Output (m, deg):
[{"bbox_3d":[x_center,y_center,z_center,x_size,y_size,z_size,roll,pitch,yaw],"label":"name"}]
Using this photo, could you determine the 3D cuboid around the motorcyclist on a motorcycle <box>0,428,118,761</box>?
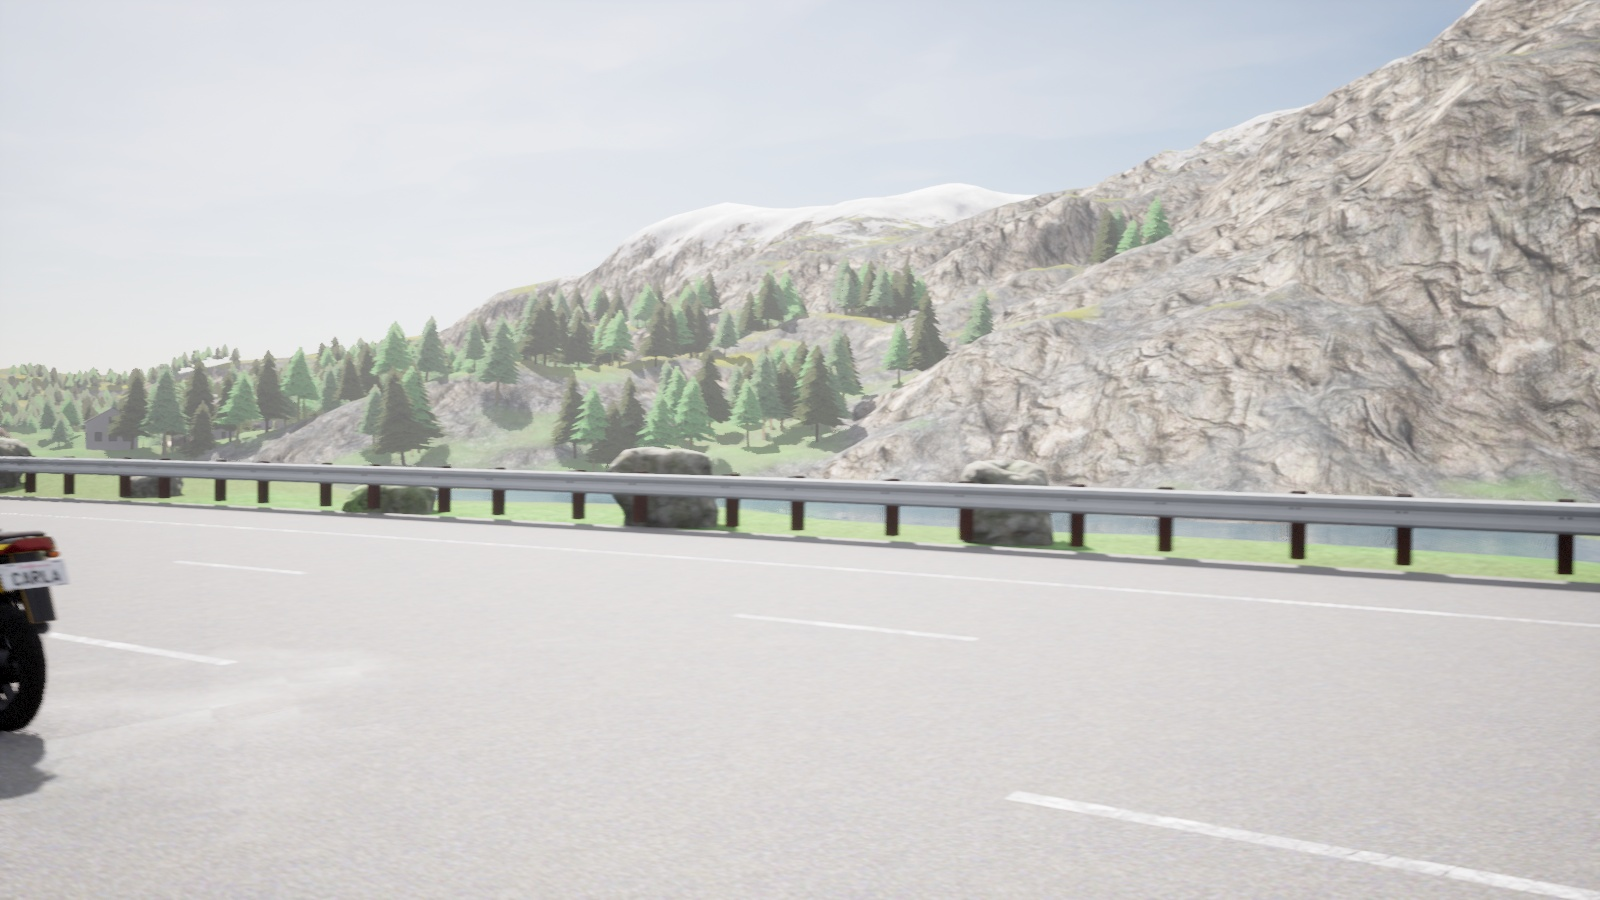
[{"bbox_3d":[-4.494,0.665,6.412,2.044,1.523,0.797,0,2,31],"label":"motorcyclist on a motorcycle"}]
